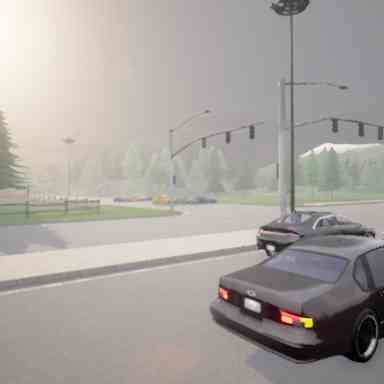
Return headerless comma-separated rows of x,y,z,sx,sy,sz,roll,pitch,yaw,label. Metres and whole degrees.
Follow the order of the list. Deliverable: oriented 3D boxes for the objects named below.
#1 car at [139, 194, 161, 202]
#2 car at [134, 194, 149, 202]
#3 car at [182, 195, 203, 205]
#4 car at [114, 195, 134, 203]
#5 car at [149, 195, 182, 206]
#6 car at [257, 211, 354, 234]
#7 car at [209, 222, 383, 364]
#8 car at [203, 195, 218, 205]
-8.638,1.225,68.011,2.033,1.411,5.357,-1,0,-35,car
-10.308,1.191,64.237,1.882,1.535,5.008,-1,0,-34,car
-0.895,1.316,50.579,1.895,1.301,4.718,-1,0,-35,car
-13.054,1.274,62.038,1.812,1.442,4.674,-1,0,-34,car
-3.930,1.228,48.809,1.882,1.535,5.008,-1,0,-35,car
4.274,1.394,11.104,4.902,1.511,2.128,-1,0,-35,car
2.831,1.492,5.782,5.357,1.411,2.033,-1,0,-35,car
1.854,1.228,52.764,2.033,1.411,5.357,-1,0,-35,car
